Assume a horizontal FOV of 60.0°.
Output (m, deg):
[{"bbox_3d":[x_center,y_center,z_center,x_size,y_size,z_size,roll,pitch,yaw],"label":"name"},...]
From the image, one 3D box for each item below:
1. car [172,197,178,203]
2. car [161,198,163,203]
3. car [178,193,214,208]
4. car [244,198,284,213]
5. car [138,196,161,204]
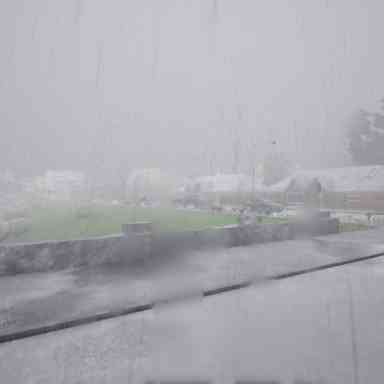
[{"bbox_3d":[-1.684,1.478,57.590,1.882,1.535,5.008,0,0,-35],"label":"car"},{"bbox_3d":[-7.606,1.478,65.827,1.882,1.535,5.008,0,0,-35],"label":"car"},{"bbox_3d":[0.767,1.218,47.016,2.150,2.045,5.566,0,0,-35],"label":"car"},{"bbox_3d":[7.930,1.505,36.940,1.837,1.490,4.892,0,0,-35],"label":"car"},{"bbox_3d":[-7.960,1.358,59.428,1.994,1.385,4.181,0,0,-35],"label":"car"}]
